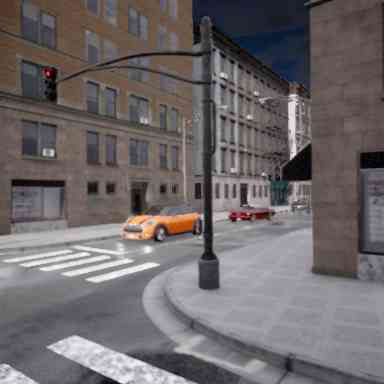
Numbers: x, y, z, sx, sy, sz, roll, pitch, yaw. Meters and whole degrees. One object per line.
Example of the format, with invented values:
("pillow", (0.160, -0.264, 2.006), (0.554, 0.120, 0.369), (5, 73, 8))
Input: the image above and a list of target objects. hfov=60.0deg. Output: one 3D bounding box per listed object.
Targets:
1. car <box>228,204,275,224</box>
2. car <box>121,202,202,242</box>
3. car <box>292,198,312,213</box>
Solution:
("car", (4.572, 1.610, 25.301), (1.895, 1.301, 4.718), (-1, 0, 36))
("car", (-1.442, 1.419, 16.947), (2.097, 1.767, 4.553), (-1, 0, 36))
("car", (12.412, 1.412, 36.164), (2.128, 1.511, 4.902), (-1, 0, 36))
